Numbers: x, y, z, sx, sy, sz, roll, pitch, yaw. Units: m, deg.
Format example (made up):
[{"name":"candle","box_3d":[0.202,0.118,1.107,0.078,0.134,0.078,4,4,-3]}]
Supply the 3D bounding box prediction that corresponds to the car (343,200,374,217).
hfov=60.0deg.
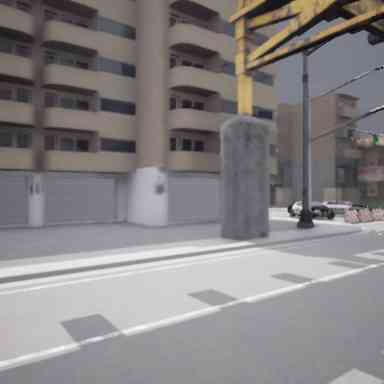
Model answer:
[{"name":"car","box_3d":[13.482,1.393,29.785,4.974,1.542,2.038,0,0,34]}]

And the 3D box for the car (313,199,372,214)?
[{"name":"car","box_3d":[13.439,1.235,29.814,4.536,1.218,1.853,0,0,34]}]

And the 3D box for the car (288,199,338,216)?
[{"name":"car","box_3d":[9.898,1.244,27.686,1.853,1.218,4.536,0,0,-11]}]

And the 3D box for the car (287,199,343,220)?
[{"name":"car","box_3d":[9.908,1.401,27.635,2.038,1.542,4.974,0,0,-11]}]
